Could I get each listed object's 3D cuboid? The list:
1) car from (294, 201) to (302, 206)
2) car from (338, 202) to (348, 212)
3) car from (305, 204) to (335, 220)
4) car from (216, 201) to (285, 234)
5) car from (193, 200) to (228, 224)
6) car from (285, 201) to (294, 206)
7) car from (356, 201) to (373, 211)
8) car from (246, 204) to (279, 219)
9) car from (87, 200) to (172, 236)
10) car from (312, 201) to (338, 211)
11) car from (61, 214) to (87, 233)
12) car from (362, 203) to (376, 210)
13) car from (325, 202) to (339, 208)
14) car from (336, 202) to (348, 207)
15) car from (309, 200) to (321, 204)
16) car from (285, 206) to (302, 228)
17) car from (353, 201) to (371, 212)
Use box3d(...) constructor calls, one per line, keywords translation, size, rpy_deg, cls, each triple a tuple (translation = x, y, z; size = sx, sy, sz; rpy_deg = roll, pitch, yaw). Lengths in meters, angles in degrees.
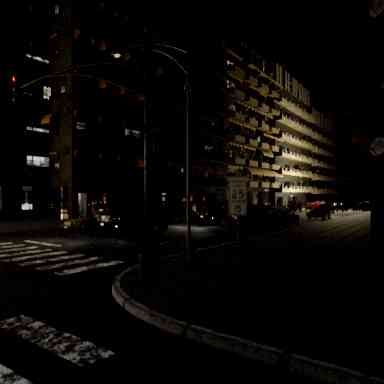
box3d(translation=(16.578, 2.340, 54.608), size=(2.192, 1.841, 5.009), rpy_deg=(-1, -2, 35), cls="car")
box3d(translation=(25.302, 2.626, 56.973), size=(2.128, 1.511, 4.902), rpy_deg=(0, -1, 35), cls="car")
box3d(translation=(13.735, 2.284, 35.941), size=(1.802, 1.307, 4.206), rpy_deg=(-1, -2, 35), cls="car")
box3d(translation=(4.010, 1.711, 22.016), size=(2.192, 1.841, 5.009), rpy_deg=(-1, -2, 35), cls="car")
box3d(translation=(2.367, 1.728, 29.693), size=(2.150, 2.045, 5.566), rpy_deg=(0, -1, 34), cls="car")
box3d(translation=(13.240, 2.446, 49.819), size=(1.752, 1.417, 4.829), rpy_deg=(-1, -2, 35), cls="car")
box3d(translation=(33.181, 2.622, 63.814), size=(2.192, 1.841, 5.009), rpy_deg=(-1, -2, 35), cls="car")
box3d(translation=(8.094, 2.191, 37.874), size=(1.837, 1.490, 4.892), rpy_deg=(0, -1, 35), cls="car")
box3d(translation=(-3.543, 1.541, 21.224), size=(2.150, 2.045, 5.566), rpy_deg=(0, -1, 35), cls="car")
box3d(translation=(19.421, 2.456, 48.536), size=(1.837, 1.490, 4.892), rpy_deg=(0, -1, 35), cls="car")
box3d(translation=(-6.208, 1.834, 21.952), size=(1.752, 1.417, 4.829), rpy_deg=(-1, -2, 35), cls="car")
box3d(translation=(36.424, 2.971, 68.451), size=(1.947, 1.339, 4.313), rpy_deg=(-1, -2, 35), cls="car")
box3d(translation=(32.786, 3.067, 77.824), size=(1.887, 1.381, 4.507), rpy_deg=(-1, -2, 35), cls="car")
box3d(translation=(39.270, 3.282, 87.114), size=(1.947, 1.339, 4.313), rpy_deg=(-1, -2, 35), cls="car")
box3d(translation=(23.062, 2.771, 63.892), size=(1.887, 1.381, 4.507), rpy_deg=(-1, -2, 35), cls="car")
box3d(translation=(7.253, 2.043, 26.654), size=(1.887, 1.381, 4.507), rpy_deg=(-1, -2, 35), cls="car")
box3d(translation=(29.939, 2.522, 59.169), size=(2.192, 1.841, 5.009), rpy_deg=(-1, -2, 35), cls="car")
